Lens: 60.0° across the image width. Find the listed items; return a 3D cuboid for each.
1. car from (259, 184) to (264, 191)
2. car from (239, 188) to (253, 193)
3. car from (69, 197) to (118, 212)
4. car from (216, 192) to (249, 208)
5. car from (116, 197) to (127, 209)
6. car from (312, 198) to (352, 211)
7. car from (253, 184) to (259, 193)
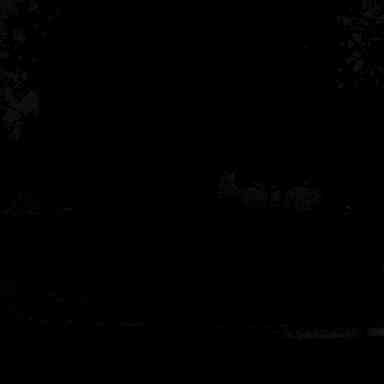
[{"bbox_3d":[16.155,-0.888,84.943,1.946,1.575,5.366,0,4,25],"label":"car"},{"bbox_3d":[11.568,-0.177,74.918,1.946,1.575,5.366,0,4,25],"label":"car"},{"bbox_3d":[-11.282,1.523,37.516,4.718,1.301,1.895,0,0,-34],"label":"car"},{"bbox_3d":[4.930,1.179,44.512,4.553,1.767,2.097,0,0,14],"label":"car"},{"bbox_3d":[-10.633,1.413,41.919,4.892,1.490,1.837,0,0,-25],"label":"car"},{"bbox_3d":[15.271,1.342,36.529,1.812,1.442,4.674,0,0,-21],"label":"car"},{"bbox_3d":[13.866,-0.534,79.927,1.946,1.575,5.366,0,4,25],"label":"car"}]
